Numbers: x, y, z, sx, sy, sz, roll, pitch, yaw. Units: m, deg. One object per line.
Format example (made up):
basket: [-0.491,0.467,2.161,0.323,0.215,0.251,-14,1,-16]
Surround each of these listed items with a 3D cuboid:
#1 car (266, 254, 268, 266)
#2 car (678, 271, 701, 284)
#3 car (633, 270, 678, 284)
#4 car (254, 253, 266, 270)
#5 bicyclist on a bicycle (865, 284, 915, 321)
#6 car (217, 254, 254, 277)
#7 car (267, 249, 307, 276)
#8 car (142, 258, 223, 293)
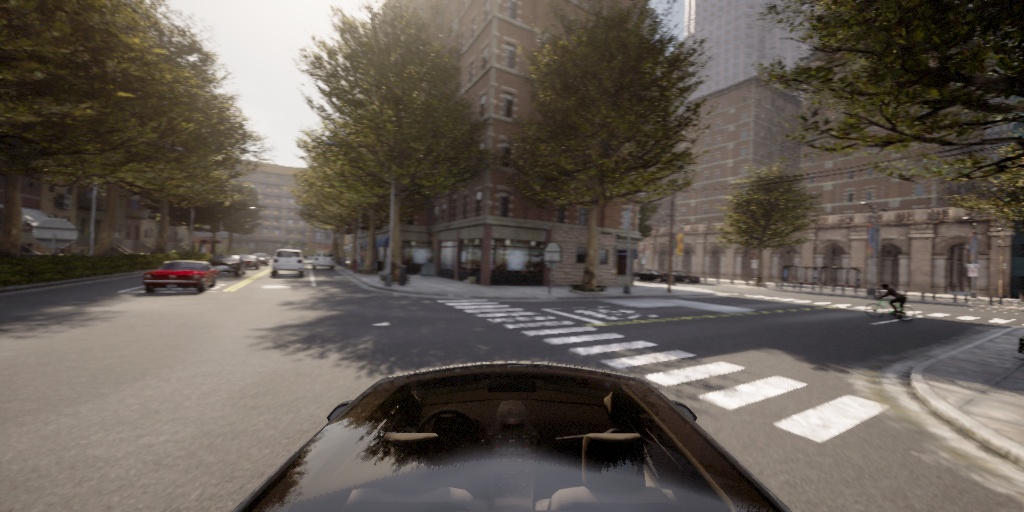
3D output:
car: [-30.631,0.417,43.640,1.837,1.490,4.892,3,-1,-29]
car: [20.752,2.624,44.395,1.882,1.535,5.008,3,-1,-30]
car: [17.078,2.458,43.776,1.882,1.535,5.008,3,-1,-30]
car: [-25.459,0.595,34.578,1.994,1.385,4.181,3,-1,-30]
bicyclist on a bicycle: [17.486,2.133,16.605,0.582,1.620,1.656,3,-1,-31]
car: [-20.488,0.637,25.885,2.128,1.511,4.902,3,-1,-30]
car: [-18.037,0.509,29.051,2.150,2.045,5.566,3,-1,-30]
car: [-14.825,0.879,16.265,1.895,1.301,4.718,3,-1,-33]
